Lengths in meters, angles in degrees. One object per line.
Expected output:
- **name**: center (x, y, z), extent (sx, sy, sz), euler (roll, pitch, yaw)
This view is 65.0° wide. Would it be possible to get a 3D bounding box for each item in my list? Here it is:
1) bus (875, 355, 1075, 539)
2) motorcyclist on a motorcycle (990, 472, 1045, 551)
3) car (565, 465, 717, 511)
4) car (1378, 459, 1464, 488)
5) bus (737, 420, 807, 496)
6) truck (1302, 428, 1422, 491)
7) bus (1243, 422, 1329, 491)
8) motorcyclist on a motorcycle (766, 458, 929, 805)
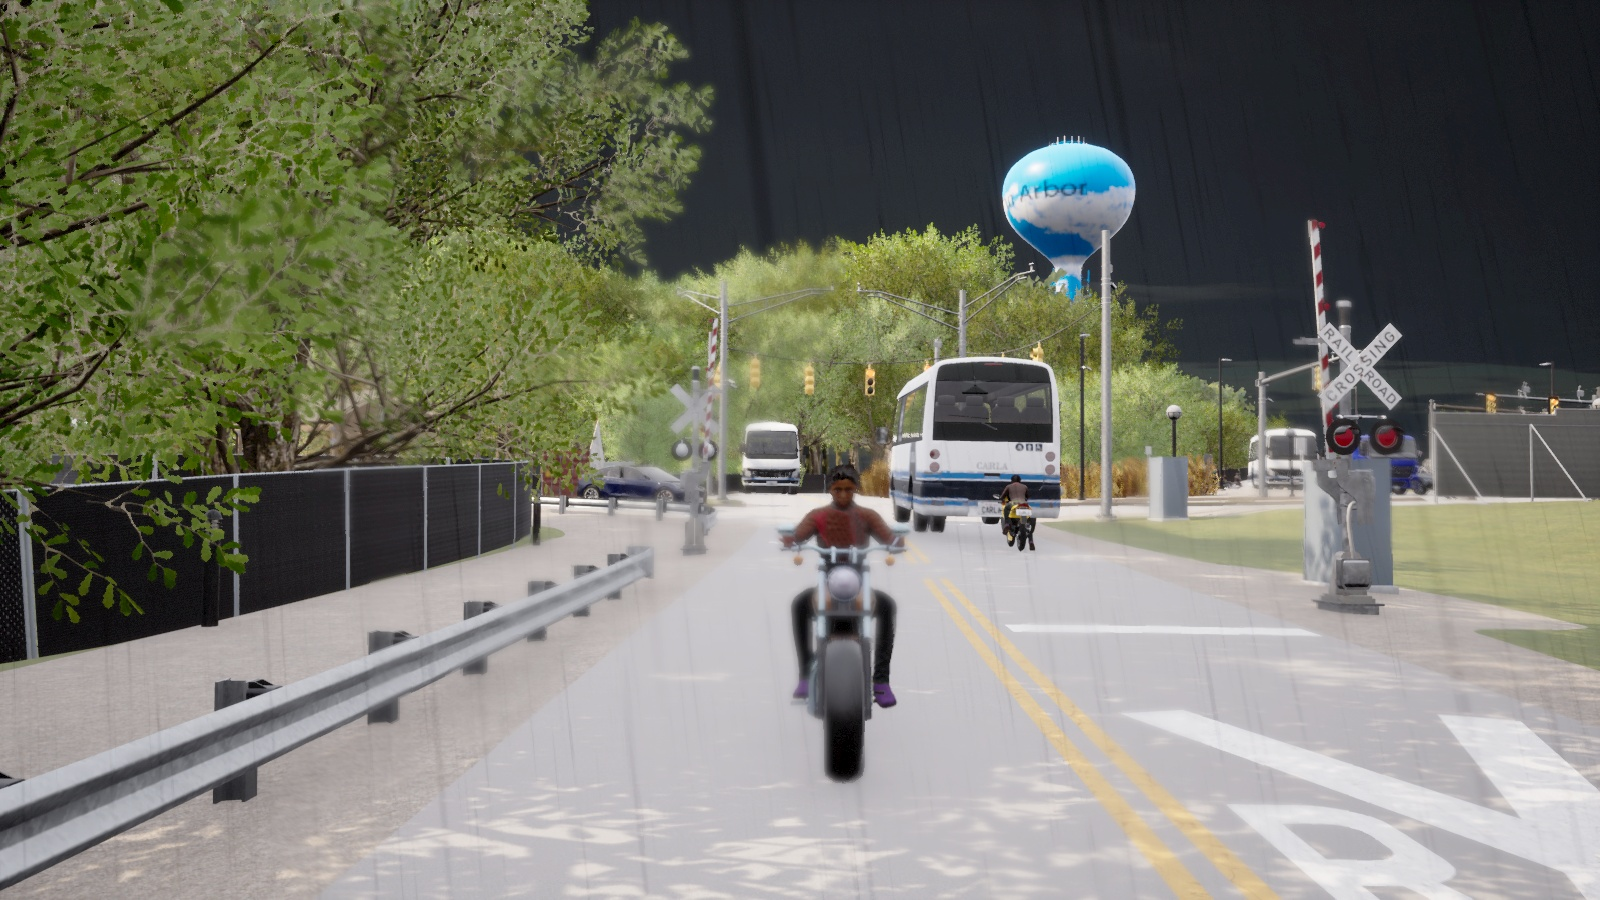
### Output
- **bus**: center (4.385, -0.010, 34.388), extent (3.944, 4.253, 10.273), euler (1, -1, 0)
- **motorcyclist on a motorcycle**: center (4.380, 1.217, 25.429), extent (0.797, 1.523, 2.044), euler (0, -1, 1)
- **car**: center (-5.466, 1.299, 43.212), extent (4.792, 1.488, 2.163), euler (0, -2, 28)
- **car**: center (36.100, 1.366, 73.143), extent (2.152, 1.651, 5.027), euler (0, -1, -5)
- **bus**: center (-1.775, 0.581, 75.940), extent (3.944, 4.253, 10.273), euler (0, -2, -2)
- **truck**: center (32.450, 0.593, 72.945), extent (2.891, 3.462, 7.936), euler (0, -1, -5)
- **bus**: center (33.060, 0.568, 85.932), extent (3.944, 4.253, 10.273), euler (0, -3, 12)
- **motorcyclist on a motorcycle**: center (0.258, 0.885, 7.163), extent (0.766, 1.649, 2.350), euler (0, -1, 2)
